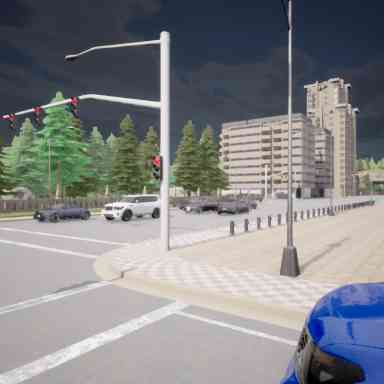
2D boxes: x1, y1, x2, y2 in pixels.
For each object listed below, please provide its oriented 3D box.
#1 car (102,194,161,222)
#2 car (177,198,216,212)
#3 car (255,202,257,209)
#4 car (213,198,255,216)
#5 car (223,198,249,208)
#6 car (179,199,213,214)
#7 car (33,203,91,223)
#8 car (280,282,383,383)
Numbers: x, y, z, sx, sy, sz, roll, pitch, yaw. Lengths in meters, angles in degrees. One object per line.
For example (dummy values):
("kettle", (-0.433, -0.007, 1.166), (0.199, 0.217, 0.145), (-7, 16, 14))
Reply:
("car", (-4.706, 1.221, 27.203), (2.150, 2.045, 5.566), (0, 0, 35))
("car", (0.641, 1.547, 40.726), (2.033, 1.411, 5.357), (0, 0, 36))
("car", (6.884, 1.564, 43.426), (1.994, 1.385, 4.181), (0, 0, 36))
("car", (4.271, 1.564, 33.427), (1.994, 1.385, 4.181), (0, 0, 36))
("car", (6.465, 1.564, 48.835), (1.994, 1.385, 4.181), (0, 0, 36))
("car", (1.058, 1.491, 35.283), (2.128, 1.511, 4.902), (0, 0, 36))
("car", (-9.999, 1.564, 25.809), (1.994, 1.385, 4.181), (0, 0, 35))
("car", (3.299, 1.221, 1.613), (5.566, 2.045, 2.150), (0, 0, 36))
